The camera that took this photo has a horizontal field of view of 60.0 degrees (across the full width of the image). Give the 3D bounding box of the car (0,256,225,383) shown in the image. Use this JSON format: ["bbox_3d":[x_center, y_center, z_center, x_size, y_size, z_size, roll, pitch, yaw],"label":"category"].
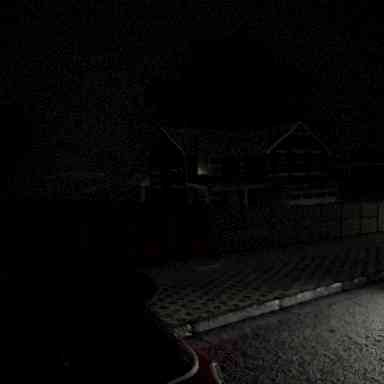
[{"bbox_3d":[-1.935,1.355,1.584,4.553,1.767,2.097,-1,0,-35],"label":"car"}]
